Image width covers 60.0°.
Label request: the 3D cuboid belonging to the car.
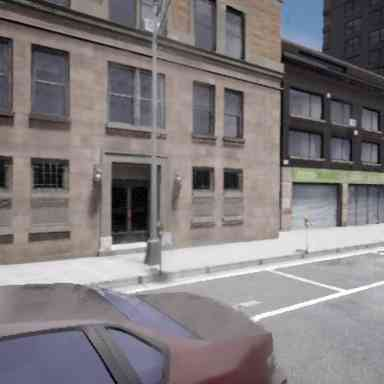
[{"bbox_3d":[-1.704,1.491,2.260,5.357,1.411,2.033,1,0,-34],"label":"car"}]
